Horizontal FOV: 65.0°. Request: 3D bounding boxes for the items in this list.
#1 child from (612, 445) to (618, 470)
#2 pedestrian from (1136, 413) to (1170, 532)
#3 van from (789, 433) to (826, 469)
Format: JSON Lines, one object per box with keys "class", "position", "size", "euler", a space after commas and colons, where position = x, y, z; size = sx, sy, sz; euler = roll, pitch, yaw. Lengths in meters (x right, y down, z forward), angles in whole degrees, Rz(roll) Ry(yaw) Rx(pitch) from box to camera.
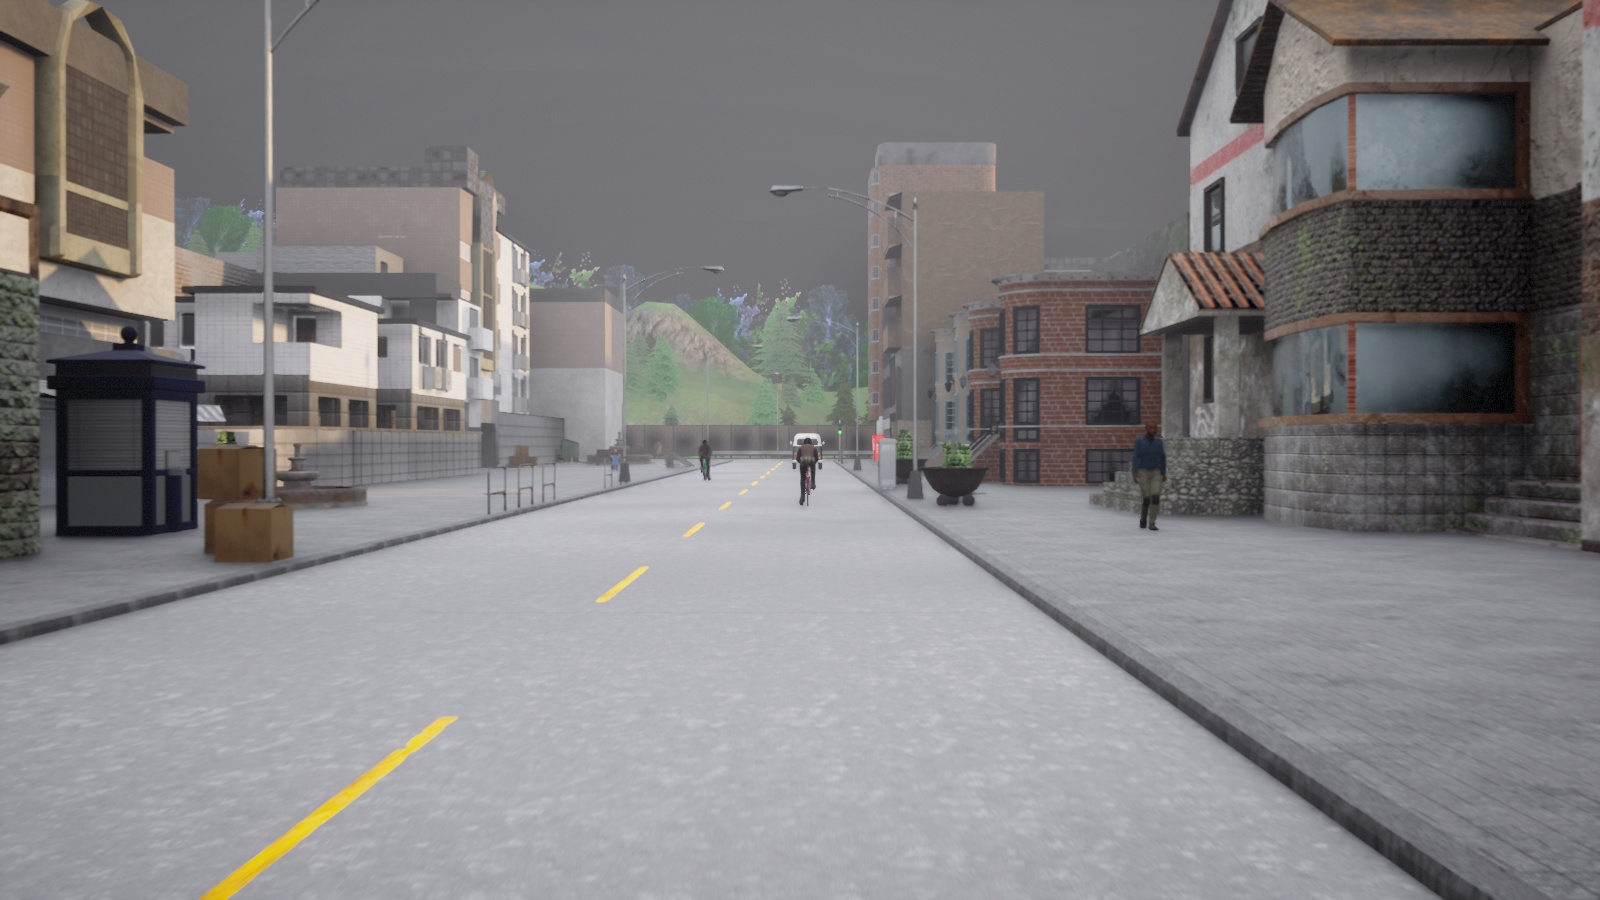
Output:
{"class": "child", "position": [-9.270, 0.375, 62.883], "size": [0.270, 1.263, 0.437], "euler": [0, 0, -1]}
{"class": "pedestrian", "position": [5.550, 0.348, 19.765], "size": [0.370, 1.835, 0.726], "euler": [0, 0, 4]}
{"class": "van", "position": [0.429, 0.059, 73.009], "size": [2.069, 2.038, 4.480], "euler": [0, 0, 0]}
